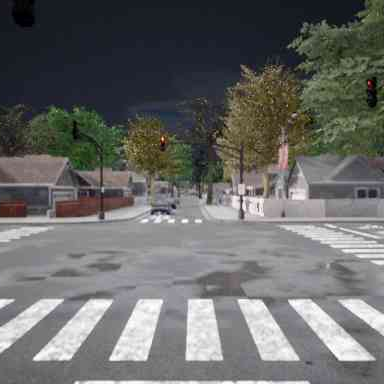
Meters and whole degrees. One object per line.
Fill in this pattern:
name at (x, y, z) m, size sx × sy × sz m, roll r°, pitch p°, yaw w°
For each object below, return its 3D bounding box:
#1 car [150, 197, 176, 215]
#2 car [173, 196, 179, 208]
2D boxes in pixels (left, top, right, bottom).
car at (-3.061, 1.565, 34.014) m, size 2.033 × 1.411 × 5.357 m, roll 0°, pitch 0°, yaw 0°
car at (-3.069, 1.506, 44.244) m, size 1.882 × 1.535 × 5.008 m, roll 0°, pitch 0°, yaw 0°
